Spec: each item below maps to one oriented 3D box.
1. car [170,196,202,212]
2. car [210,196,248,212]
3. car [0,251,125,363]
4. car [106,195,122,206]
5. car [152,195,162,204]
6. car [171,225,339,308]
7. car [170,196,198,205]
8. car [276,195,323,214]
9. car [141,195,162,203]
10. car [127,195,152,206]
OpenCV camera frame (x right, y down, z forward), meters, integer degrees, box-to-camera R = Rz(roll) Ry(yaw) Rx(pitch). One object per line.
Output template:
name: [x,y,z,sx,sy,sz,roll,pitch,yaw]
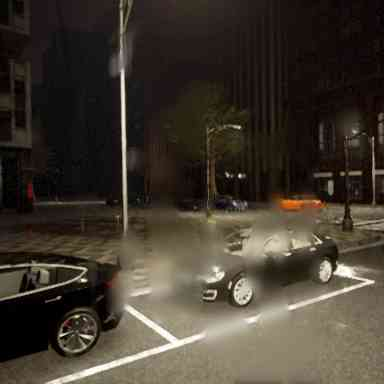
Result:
car: [-0.770,1.486,37.281,1.994,1.385,4.181,-1,0,-35]
car: [3.977,1.196,36.111,2.097,1.767,4.553,-1,0,-35]
car: [-3.049,1.581,4.466,4.313,1.339,1.947,-1,0,-34]
car: [-12.460,1.392,54.393,2.097,1.767,4.553,-1,0,-35]
car: [-7.238,1.465,58.415,2.033,1.411,5.357,-1,0,-34]
car: [1.598,1.494,7.656,4.403,1.369,2.008,-1,0,-34]
car: [-1.426,1.377,55.621,2.033,1.411,5.357,-1,0,-34]
car: [10.426,1.102,32.757,2.097,1.767,4.553,-1,0,-34]
car: [-7.963,1.385,65.049,2.128,1.511,4.902,-1,0,-35]
car: [-8.949,1.318,55.002,2.097,1.767,4.553,-1,1,-34]
